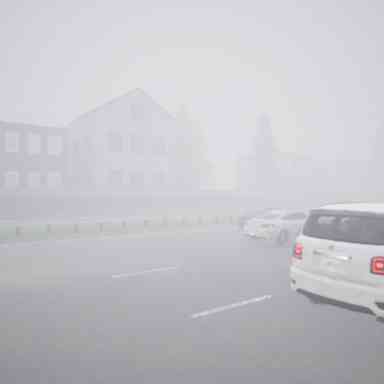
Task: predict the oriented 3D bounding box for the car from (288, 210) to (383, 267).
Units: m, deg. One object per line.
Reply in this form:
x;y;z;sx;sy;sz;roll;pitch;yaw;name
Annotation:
5.854;1.534;12.222;4.892;1.490;1.837;0;0;-36;car

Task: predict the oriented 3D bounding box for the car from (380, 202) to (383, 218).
19.241;1.609;30.370;4.674;1.442;1.812;0;0;-36;car

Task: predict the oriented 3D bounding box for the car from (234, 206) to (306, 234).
4.750;1.602;20.034;4.181;1.385;1.994;0;0;-35;car

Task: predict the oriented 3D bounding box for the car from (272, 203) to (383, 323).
4.410;1.240;6.892;5.566;2.045;2.150;0;0;-36;car

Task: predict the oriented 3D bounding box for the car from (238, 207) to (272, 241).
4.448;1.557;15.535;4.674;1.442;1.812;0;0;-36;car
